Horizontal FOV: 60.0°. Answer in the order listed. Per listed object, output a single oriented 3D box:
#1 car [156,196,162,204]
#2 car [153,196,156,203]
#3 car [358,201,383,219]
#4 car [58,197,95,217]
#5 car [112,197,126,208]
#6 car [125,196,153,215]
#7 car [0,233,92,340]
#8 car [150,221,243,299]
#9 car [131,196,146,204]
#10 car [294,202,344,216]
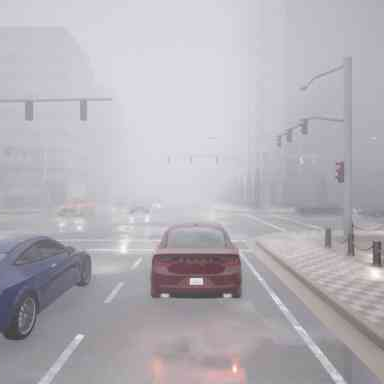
[{"bbox_3d":[-6.907,1.490,65.317,2.128,1.511,4.902,0,0,1],"label":"car"},{"bbox_3d":[-6.998,1.491,49.243,2.128,1.511,4.902,0,0,0],"label":"car"},{"bbox_3d":[16.335,1.436,27.413,4.902,1.511,2.128,0,0,0],"label":"car"},{"bbox_3d":[-10.540,1.316,30.629,2.097,1.767,4.553,0,0,0],"label":"car"},{"bbox_3d":[-10.498,1.504,49.550,1.837,1.490,4.892,0,0,0],"label":"car"},{"bbox_3d":[-5.525,1.483,34.171,1.812,1.442,4.674,0,0,-15],"label":"car"},{"bbox_3d":[-3.417,1.526,6.407,1.812,1.442,4.674,0,0,0],"label":"car"},{"bbox_3d":[0.097,1.478,8.535,1.882,1.535,5.008,0,0,0],"label":"car"},{"bbox_3d":[-10.403,1.491,65.406,2.128,1.511,4.902,0,0,1],"label":"car"},{"bbox_3d":[12.044,1.545,30.959,4.718,1.301,1.895,0,0,1],"label":"car"}]
